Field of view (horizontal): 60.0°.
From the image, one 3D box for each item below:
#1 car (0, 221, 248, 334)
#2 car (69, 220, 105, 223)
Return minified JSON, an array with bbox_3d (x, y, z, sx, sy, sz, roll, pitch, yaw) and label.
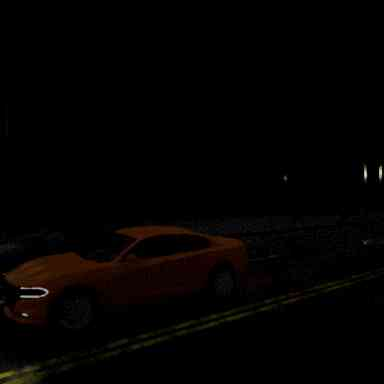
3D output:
[{"bbox_3d":[-1.047,1.478,6.931,5.008,1.535,1.882,0,0,-36],"label":"car"},{"bbox_3d":[-2.996,1.547,9.533,5.357,1.411,2.033,0,0,-36],"label":"car"}]
